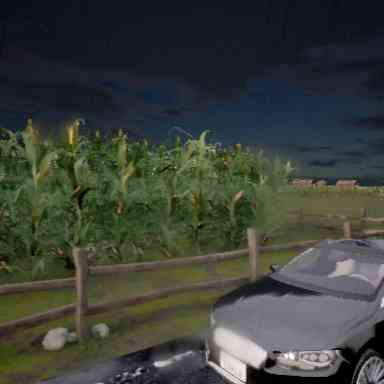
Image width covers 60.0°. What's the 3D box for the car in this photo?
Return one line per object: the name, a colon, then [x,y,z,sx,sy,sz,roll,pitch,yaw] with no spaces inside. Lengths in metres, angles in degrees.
car: [2.407,1.496,4.786,4.902,1.511,2.128,0,0,-35]
